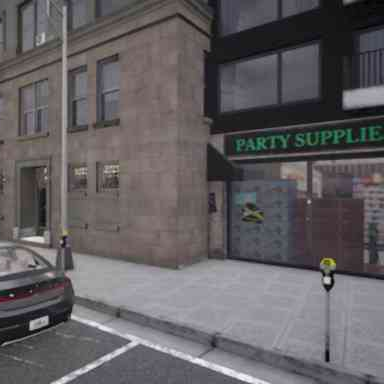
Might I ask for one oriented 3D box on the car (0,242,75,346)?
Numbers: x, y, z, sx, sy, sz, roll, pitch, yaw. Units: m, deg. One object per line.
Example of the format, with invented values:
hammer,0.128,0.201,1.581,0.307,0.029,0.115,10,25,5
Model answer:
car,-3.867,1.553,5.797,4.403,1.369,2.008,0,0,35
